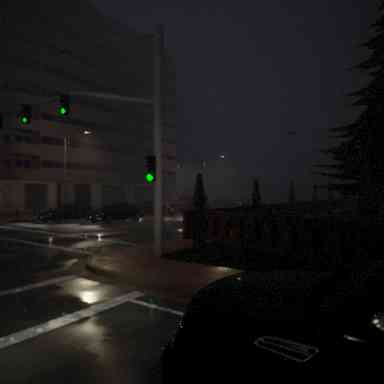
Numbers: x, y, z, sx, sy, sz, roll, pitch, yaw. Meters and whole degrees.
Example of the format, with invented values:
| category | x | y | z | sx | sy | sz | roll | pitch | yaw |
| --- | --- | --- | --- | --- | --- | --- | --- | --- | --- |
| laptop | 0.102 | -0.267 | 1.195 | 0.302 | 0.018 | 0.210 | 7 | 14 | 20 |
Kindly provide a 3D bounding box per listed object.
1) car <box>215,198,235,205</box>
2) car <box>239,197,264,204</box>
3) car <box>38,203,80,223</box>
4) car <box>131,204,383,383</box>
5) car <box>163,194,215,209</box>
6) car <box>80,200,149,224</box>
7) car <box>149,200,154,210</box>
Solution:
| category | x | y | z | sx | sy | sz | roll | pitch | yaw |
| --- | --- | --- | --- | --- | --- | --- | --- | --- | --- |
| car | 4.225 | 1.574 | 46.214 | 1.837 | 1.490 | 4.892 | 0 | 0 | 35 |
| car | 8.266 | 1.420 | 45.878 | 2.097 | 1.767 | 4.553 | 0 | 0 | 35 |
| car | -9.682 | 1.595 | 26.247 | 1.812 | 1.442 | 4.674 | 0 | 0 | 35 |
| car | 2.344 | 1.221 | 2.188 | 5.566 | 2.045 | 2.150 | 0 | 0 | 37 |
| car | -0.277 | 1.284 | 33.644 | 2.150 | 2.045 | 5.566 | 0 | 1 | 35 |
| car | -5.831 | 1.572 | 25.655 | 1.837 | 1.490 | 4.892 | 0 | 0 | 35 |
| car | -4.474 | 1.595 | 33.716 | 1.812 | 1.442 | 4.674 | 0 | 0 | 35 |
